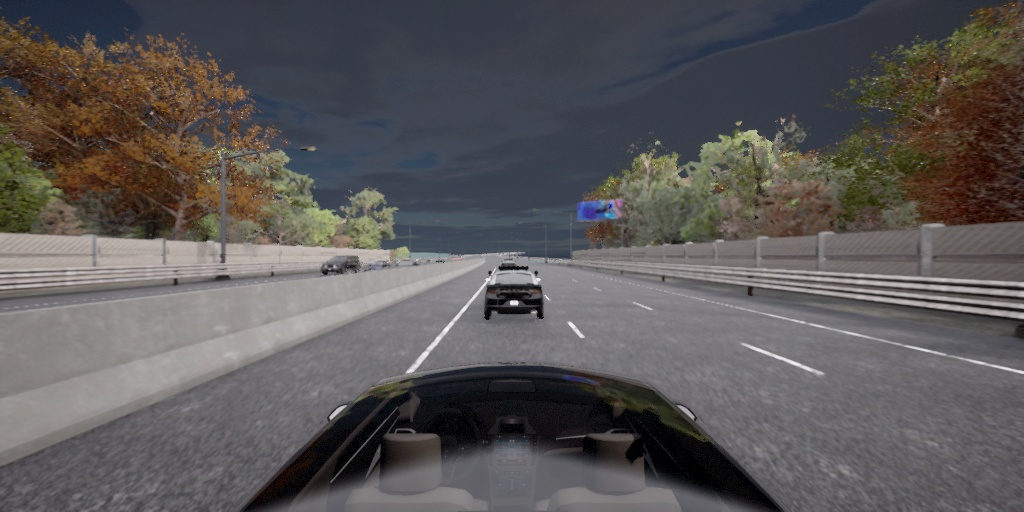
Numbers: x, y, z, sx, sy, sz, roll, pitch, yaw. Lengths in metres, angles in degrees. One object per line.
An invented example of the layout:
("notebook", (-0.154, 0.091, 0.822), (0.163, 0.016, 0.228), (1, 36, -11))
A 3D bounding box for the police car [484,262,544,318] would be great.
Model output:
("police car", (0.049, 1.173, 13.079), (1.930, 1.638, 5.238), (0, 0, 0))

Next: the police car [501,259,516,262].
("police car", (-0.434, 1.166, 44.027), (1.930, 1.638, 5.238), (0, 0, -1))

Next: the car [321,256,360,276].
("car", (-17.991, 0.968, 38.026), (2.150, 2.045, 5.566), (0, 0, -1))

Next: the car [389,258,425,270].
("car", (-10.987, 1.223, 37.830), (1.882, 1.535, 5.008), (0, 0, -1))

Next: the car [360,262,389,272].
("car", (-14.513, 1.310, 39.173), (1.994, 1.385, 4.181), (0, 0, -1))
